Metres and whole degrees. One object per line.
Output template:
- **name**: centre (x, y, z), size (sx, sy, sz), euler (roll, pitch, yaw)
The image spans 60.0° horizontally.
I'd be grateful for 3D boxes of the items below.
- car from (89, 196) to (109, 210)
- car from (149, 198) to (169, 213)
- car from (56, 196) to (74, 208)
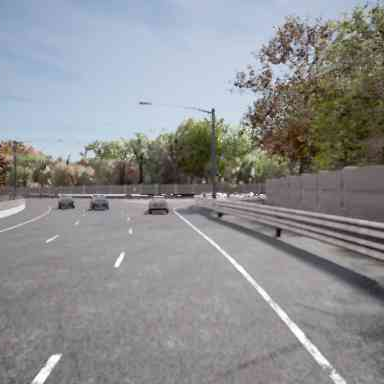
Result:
- **car**: centre (-10.944, 1.203, 38.981), size (2.128, 1.511, 4.902), euler (-1, 1, -21)
- **car**: centre (-3.250, 1.248, 32.658), size (2.033, 1.411, 5.357), euler (-1, 1, -5)
- **car**: centre (-15.999, 1.221, 42.091), size (2.128, 1.511, 4.902), euler (-1, 1, -24)
